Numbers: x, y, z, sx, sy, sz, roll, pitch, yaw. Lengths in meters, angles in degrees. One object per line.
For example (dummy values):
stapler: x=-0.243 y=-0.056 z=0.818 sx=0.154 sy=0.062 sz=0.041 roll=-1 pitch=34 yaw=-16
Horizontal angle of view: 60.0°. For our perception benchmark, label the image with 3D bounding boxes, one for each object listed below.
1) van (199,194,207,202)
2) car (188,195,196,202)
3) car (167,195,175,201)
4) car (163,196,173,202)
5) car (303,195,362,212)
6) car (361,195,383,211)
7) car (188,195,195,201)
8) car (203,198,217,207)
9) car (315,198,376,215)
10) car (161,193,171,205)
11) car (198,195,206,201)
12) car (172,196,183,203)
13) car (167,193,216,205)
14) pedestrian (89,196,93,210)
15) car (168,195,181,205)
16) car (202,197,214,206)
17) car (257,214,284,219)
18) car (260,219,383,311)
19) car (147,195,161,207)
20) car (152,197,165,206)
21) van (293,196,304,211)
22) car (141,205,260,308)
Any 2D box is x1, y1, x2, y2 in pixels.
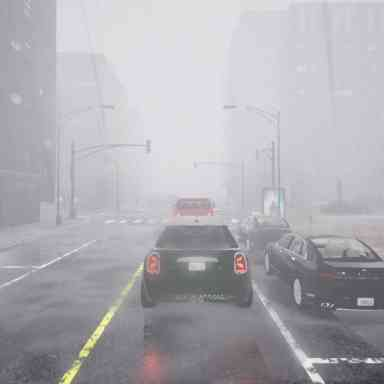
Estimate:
van: x=2.671 y=1.373 z=79.210 sx=1.690 sy=1.788 sz=3.998 roll=1 pitch=0 yaw=0
car: x=-0.034 y=1.557 z=80.947 sx=1.812 sy=1.442 sz=4.674 roll=0 pitch=0 yaw=0
car: x=-5.717 y=1.603 z=90.387 sx=1.947 sy=1.339 sz=4.313 roll=1 pitch=0 yaw=0
car: x=-5.712 y=1.597 z=79.245 sx=1.947 sy=1.339 sz=4.313 roll=1 pitch=0 yaw=0
car: x=14.974 y=1.385 z=35.577 sx=5.008 sy=1.535 sz=1.882 roll=0 pitch=-1 yaw=2
car: x=19.275 y=1.228 z=38.141 sx=5.009 sy=1.841 sz=2.192 roll=0 pitch=0 yaw=0
car: x=-0.038 y=1.537 z=90.833 sx=1.837 sy=1.490 sz=4.892 roll=0 pitch=0 yaw=0
car: x=2.680 y=1.585 z=51.354 sx=1.947 sy=1.339 sz=4.313 roll=1 pitch=0 yaw=0
car: x=13.691 y=1.413 z=29.797 sx=4.206 sy=1.307 sz=1.802 roll=0 pitch=0 yaw=0
car: x=-3.142 y=1.240 z=51.043 sx=2.150 sy=2.045 sz=5.566 roll=0 pitch=0 yaw=0
car: x=2.664 y=1.582 z=90.351 sx=1.887 sy=1.381 sz=4.507 roll=1 pitch=0 yaw=0
car: x=-3.029 y=1.553 z=70.682 sx=2.128 sy=1.511 sz=4.902 roll=0 pitch=0 yaw=0
car: x=0.080 y=1.228 z=17.558 sx=2.150 sy=2.045 sz=5.566 roll=0 pitch=0 yaw=0
pedestrian: x=-12.546 y=1.347 z=41.312 sx=0.375 sy=1.860 sz=0.375 roll=0 pitch=0 yaw=0
car: x=-3.093 y=1.375 z=60.612 sx=2.097 sy=1.767 sz=4.553 roll=0 pitch=0 yaw=0
car: x=2.677 y=1.603 z=56.925 sx=1.802 sy=1.307 sz=4.206 roll=1 pitch=0 yaw=0
car: x=2.825 y=1.555 z=13.161 sx=2.008 sy=1.369 sz=4.403 roll=1 pitch=0 yaw=0
car: x=2.828 y=1.553 z=7.591 sx=2.008 sy=1.369 sz=4.403 roll=1 pitch=0 yaw=0
car: x=-5.696 y=1.334 z=51.390 sx=2.192 sy=1.841 sz=5.009 roll=1 pitch=0 yaw=0
car: x=-5.702 y=1.566 z=56.961 sx=1.887 sy=1.381 sz=4.507 roll=1 pitch=0 yaw=0
van: x=13.748 y=1.296 z=38.178 sx=3.998 sy=1.788 sz=1.690 roll=0 pitch=0 yaw=0
car: x=0.097 y=1.354 z=8.087 sx=2.097 sy=1.767 sz=4.553 roll=0 pitch=0 yaw=0
